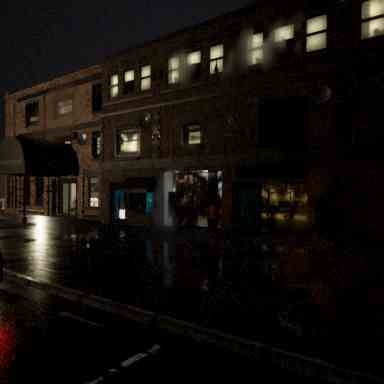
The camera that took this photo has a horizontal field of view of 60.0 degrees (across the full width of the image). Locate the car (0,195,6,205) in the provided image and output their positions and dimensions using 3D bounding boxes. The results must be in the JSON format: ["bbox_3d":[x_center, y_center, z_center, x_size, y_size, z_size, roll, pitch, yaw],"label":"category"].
[{"bbox_3d":[-26.515,1.013,50.887,2.150,2.045,5.566,1,1,36],"label":"car"}]

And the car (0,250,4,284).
[{"bbox_3d":[-6.255,1.503,7.815,4.892,1.490,1.837,0,0,36],"label":"car"}]
